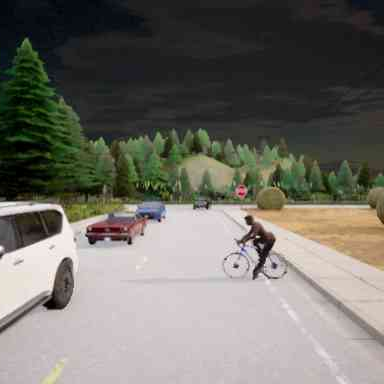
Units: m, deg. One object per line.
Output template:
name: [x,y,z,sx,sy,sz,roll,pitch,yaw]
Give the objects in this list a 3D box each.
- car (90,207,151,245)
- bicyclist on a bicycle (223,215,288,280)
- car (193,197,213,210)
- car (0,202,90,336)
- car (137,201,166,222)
car: [-3.341,1.579,15.519,1.895,1.301,4.718,0,0,1]
bicyclist on a bicycle: [1.595,1.405,8.389,1.656,1.620,0.582,0,0,1]
car: [1.440,1.430,42.034,2.128,1.511,4.902,0,0,12]
car: [-3.536,1.216,4.917,2.150,2.045,5.566,0,0,1]
car: [-3.137,1.441,25.875,1.882,1.535,5.008,0,0,1]
